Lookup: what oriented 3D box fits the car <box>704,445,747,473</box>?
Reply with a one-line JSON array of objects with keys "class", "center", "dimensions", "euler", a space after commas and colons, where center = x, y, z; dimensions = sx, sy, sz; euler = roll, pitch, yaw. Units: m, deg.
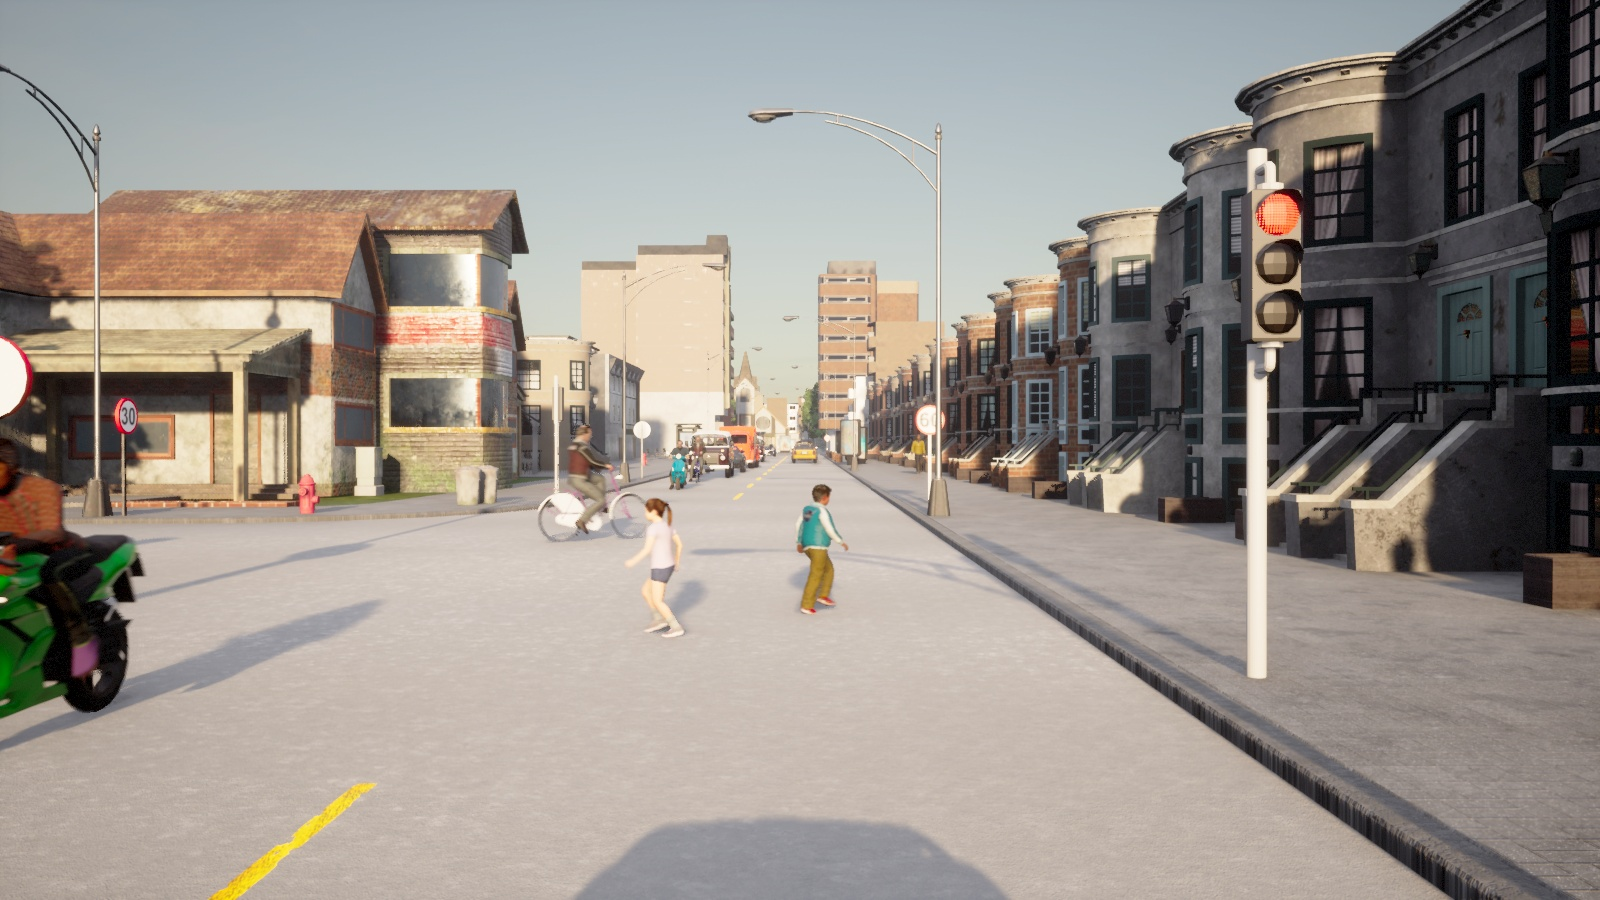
[{"class": "car", "center": [-3.775, 0.444, 64.332], "dimensions": [1.994, 1.385, 4.181], "euler": [0, 0, 0]}]

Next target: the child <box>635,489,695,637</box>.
[{"class": "child", "center": [-1.041, 0.864, 9.704], "dimensions": [0.394, 1.110, 0.255], "euler": [0, 0, 15]}]

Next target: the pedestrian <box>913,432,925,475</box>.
[{"class": "pedestrian", "center": [5.202, 0.150, 55.004], "dimensions": [0.431, 1.840, 0.709], "euler": [0, 0, -2]}]

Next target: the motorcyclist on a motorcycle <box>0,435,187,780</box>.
[{"class": "motorcyclist on a motorcycle", "center": [-3.921, 0.691, 6.169], "dimensions": [0.797, 1.523, 2.044], "euler": [0, 0, 1]}]

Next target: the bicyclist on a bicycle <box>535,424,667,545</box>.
[{"class": "bicyclist on a bicycle", "center": [-3.014, 0.507, 19.102], "dimensions": [1.843, 1.776, 0.659], "euler": [0, -1, -34]}]

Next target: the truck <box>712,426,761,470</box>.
[{"class": "truck", "center": [-3.732, -0.180, 74.566], "dimensions": [2.627, 2.467, 5.204], "euler": [0, 1, 0]}]

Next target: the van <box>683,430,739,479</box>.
[{"class": "van", "center": [-3.807, 0.160, 54.387], "dimensions": [2.069, 2.038, 4.480], "euler": [0, 0, 0]}]

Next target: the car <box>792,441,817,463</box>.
[{"class": "car", "center": [0.338, 0.157, 93.665], "dimensions": [1.801, 1.575, 5.366], "euler": [0, 0, 0]}]

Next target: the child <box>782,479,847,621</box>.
[{"class": "child", "center": [0.125, 0.856, 10.918], "dimensions": [0.448, 1.192, 0.343], "euler": [0, 0, -32]}]

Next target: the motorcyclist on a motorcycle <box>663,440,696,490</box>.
[{"class": "motorcyclist on a motorcycle", "center": [-3.856, 0.469, 40.343], "dimensions": [0.866, 1.590, 1.817], "euler": [0, 0, 0]}]
